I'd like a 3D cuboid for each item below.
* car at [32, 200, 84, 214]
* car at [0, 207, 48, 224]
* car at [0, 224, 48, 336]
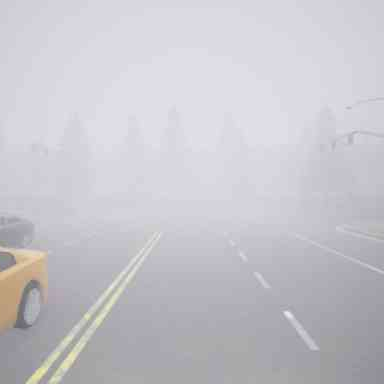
[{"bbox_3d":[-13.176,1.427,32.549,4.718,1.301,1.895,0,0,11],"label":"car"},{"bbox_3d":[-7.014,1.453,10.995,2.128,1.511,4.902,0,0,0],"label":"car"},{"bbox_3d":[-3.570,1.463,4.051,1.882,1.535,5.008,0,0,0],"label":"car"}]
